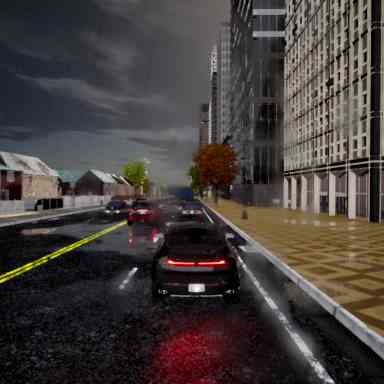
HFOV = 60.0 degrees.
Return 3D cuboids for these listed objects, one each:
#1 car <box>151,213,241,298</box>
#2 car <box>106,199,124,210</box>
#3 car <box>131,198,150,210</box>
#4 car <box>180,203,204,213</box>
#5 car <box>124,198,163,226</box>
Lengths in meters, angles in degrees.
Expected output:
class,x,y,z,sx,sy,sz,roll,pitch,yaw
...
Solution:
class,x,y,z,sx,sy,sz,roll,pitch,yaw
car,0.070,1.506,8.494,1.837,1.490,4.892,0,0,0
car,-9.925,1.601,43.994,2.033,1.411,5.357,0,0,0
car,-6.676,1.579,43.633,1.812,1.442,4.674,0,0,0
car,-0.006,1.568,27.071,2.033,1.411,5.357,0,0,0
car,-3.243,1.368,23.863,2.097,1.767,4.553,0,0,0
